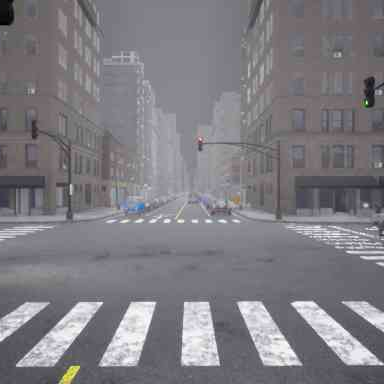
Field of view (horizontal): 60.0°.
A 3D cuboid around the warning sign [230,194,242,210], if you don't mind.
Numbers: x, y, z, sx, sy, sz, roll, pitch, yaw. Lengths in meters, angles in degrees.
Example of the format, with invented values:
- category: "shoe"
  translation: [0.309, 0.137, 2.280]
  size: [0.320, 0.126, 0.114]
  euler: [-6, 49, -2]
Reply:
- category: "warning sign"
  translation: [5.226, 1.118, 39.304]
  size: [1.300, 1.860, 1.060]
  euler: [0, 0, 0]

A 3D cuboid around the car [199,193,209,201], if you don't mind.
- category: "car"
  translation: [3.010, 1.309, 84.342]
  size: [2.192, 1.841, 5.009]
  euler: [0, 0, 0]

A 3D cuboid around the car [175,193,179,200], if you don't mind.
- category: "car"
  translation: [-5.492, 1.307, 90.035]
  size: [2.192, 1.841, 5.009]
  euler: [0, 0, 0]

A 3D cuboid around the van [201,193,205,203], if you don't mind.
- category: "van"
  translation: [2.893, 1.344, 55.996]
  size: [1.690, 1.788, 3.998]
  euler: [0, 0, 0]

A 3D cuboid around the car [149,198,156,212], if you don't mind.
- category: "car"
  translation: [-5.702, 1.443, 39.020]
  size: [1.967, 1.590, 4.097]
  euler: [0, 0, 0]

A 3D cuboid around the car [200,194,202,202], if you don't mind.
- category: "car"
  translation: [2.918, 1.527, 61.835]
  size: [1.752, 1.417, 4.829]
  euler: [0, 0, 0]

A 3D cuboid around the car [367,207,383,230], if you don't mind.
- category: "car"
  translation: [13.747, 1.615, 20.656]
  size: [4.718, 1.301, 1.895]
  euler: [0, 0, 0]

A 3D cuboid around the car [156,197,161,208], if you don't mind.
- category: "car"
  translation: [-5.678, 1.569, 44.689]
  size: [1.947, 1.339, 4.313]
  euler: [0, 0, 0]

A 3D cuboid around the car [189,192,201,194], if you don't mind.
- category: "car"
  translation: [0.296, 1.039, 72.923]
  size: [2.150, 2.045, 5.566]
  euler: [0, 0, 0]

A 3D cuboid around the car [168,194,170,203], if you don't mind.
- category: "car"
  translation: [-5.609, 1.527, 61.523]
  size: [1.752, 1.417, 4.829]
  euler: [0, 0, 0]

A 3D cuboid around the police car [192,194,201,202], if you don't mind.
- category: "police car"
  translation: [1.119, 1.422, 79.417]
  size: [1.930, 1.638, 5.238]
  euler: [0, 0, -1]

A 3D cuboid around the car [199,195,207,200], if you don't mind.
- category: "car"
  translation: [3.033, 1.558, 90.012]
  size: [1.947, 1.339, 4.313]
  euler: [0, 0, 0]

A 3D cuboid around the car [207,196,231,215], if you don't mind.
- category: "car"
  translation: [2.801, 1.442, 33.319]
  size: [1.967, 1.590, 4.097]
  euler: [0, 0, 0]

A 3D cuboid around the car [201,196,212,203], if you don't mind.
- category: "car"
  translation: [2.940, 1.552, 67.335]
  size: [2.008, 1.369, 4.403]
  euler: [0, 0, 0]

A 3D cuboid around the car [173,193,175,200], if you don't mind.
- category: "car"
  translation: [-5.539, 1.522, 78.528]
  size: [1.752, 1.417, 4.829]
  euler: [0, 0, 0]

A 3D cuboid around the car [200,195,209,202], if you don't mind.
- category: "car"
  translation: [2.987, 1.437, 78.673]
  size: [1.967, 1.590, 4.097]
  euler: [0, 0, 0]

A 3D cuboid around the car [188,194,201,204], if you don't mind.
- category: "car"
  translation: [0.255, 1.566, 62.890]
  size: [1.994, 1.385, 4.181]
  euler: [0, 0, 0]

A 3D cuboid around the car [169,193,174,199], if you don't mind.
- category: "car"
  translation: [-5.562, 1.544, 73.029]
  size: [1.887, 1.381, 4.507]
  euler: [0, 0, 0]

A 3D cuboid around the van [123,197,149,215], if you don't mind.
- category: "van"
  translation: [-5.725, 1.343, 33.352]
  size: [1.690, 1.788, 3.998]
  euler: [0, 0, 0]

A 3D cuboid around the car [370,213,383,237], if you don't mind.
- category: "car"
  translation: [10.357, 1.543, 13.936]
  size: [4.674, 1.442, 1.812]
  euler: [0, 0, 0]

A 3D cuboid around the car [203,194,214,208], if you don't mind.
- category: "car"
  translation: [2.847, 1.443, 44.657]
  size: [1.967, 1.590, 4.097]
  euler: [0, 0, 0]

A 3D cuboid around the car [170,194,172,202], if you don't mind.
- category: "car"
  translation: [-5.585, 1.567, 67.362]
  size: [1.947, 1.339, 4.313]
  euler: [0, 0, 0]

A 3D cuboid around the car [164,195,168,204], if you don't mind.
- category: "car"
  translation: [-5.632, 1.569, 56.025]
  size: [1.947, 1.339, 4.313]
  euler: [0, 0, 0]

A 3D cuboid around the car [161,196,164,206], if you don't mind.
- category: "car"
  translation: [-5.655, 1.585, 50.357]
  size: [1.802, 1.307, 4.206]
  euler: [0, 0, 0]

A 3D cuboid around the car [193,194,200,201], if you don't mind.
- category: "car"
  translation: [1.151, 1.448, 89.512]
  size: [1.801, 1.575, 5.366]
  euler: [0, 0, 0]
